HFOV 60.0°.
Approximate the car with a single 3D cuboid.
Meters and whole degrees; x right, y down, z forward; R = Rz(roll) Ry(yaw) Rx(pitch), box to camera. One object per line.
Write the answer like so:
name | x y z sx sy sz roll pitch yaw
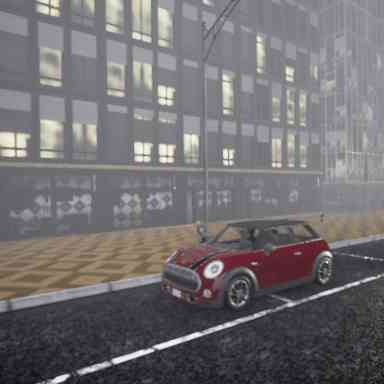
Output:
car | 1.325 1.392 7.543 4.097 1.590 1.967 -1 0 -36
